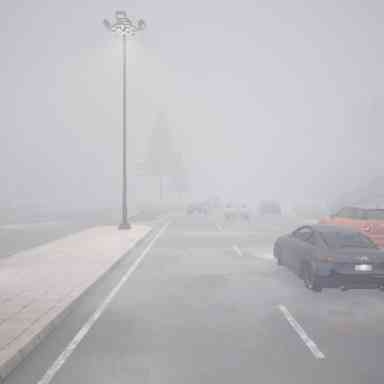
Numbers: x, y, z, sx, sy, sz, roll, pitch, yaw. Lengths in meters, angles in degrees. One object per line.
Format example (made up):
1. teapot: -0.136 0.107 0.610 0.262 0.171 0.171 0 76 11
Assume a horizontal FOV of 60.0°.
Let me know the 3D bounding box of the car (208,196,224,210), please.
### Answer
1. car: 3.004 1.352 43.361 2.097 1.767 4.553 0 0 15

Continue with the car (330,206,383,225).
1. car: 7.100 1.352 14.045 2.097 1.767 4.553 0 0 0

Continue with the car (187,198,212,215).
1. car: 0.703 1.601 33.314 1.895 1.301 4.718 0 0 7

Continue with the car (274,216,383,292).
1. car: 3.600 1.564 8.993 1.994 1.385 4.181 0 0 0

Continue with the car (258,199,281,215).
1. car: 7.698 1.478 33.335 1.882 1.535 5.008 0 0 7

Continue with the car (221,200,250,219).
1. car: 3.796 1.601 28.815 1.895 1.301 4.718 0 0 3
